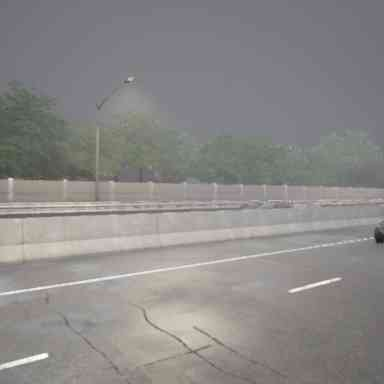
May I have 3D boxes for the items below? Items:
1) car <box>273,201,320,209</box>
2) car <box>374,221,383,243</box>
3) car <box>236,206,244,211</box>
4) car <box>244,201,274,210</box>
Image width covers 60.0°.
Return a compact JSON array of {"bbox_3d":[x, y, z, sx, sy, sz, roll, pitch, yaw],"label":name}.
[{"bbox_3d":[9.300,1.652,27.820,4.674,1.442,1.812,0,0,-35],"label":"car"},{"bbox_3d":[10.239,1.656,15.347,4.181,1.385,1.994,0,0,-36],"label":"car"},{"bbox_3d":[6.593,1.698,34.483,4.181,1.385,1.994,0,0,-35],"label":"car"},{"bbox_3d":[7.540,1.605,30.863,5.008,1.535,1.882,0,0,-35],"label":"car"}]
